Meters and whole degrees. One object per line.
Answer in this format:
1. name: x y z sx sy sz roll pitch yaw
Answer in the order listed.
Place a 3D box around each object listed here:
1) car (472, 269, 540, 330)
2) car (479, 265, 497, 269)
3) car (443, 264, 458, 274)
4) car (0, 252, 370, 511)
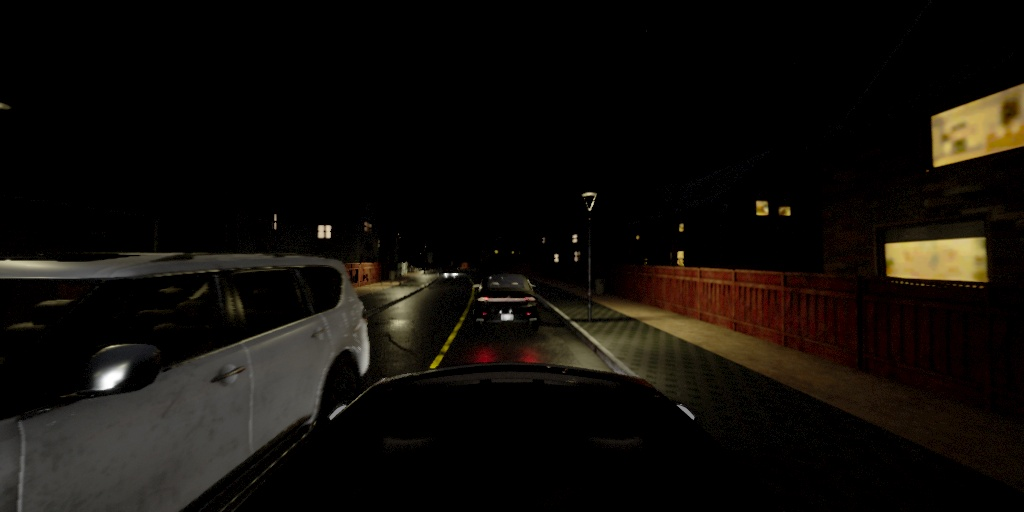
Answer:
1. car: -0.232 1.321 11.355 2.128 1.511 4.902 0 0 -2
2. car: -2.119 1.548 31.499 1.837 1.490 4.892 0 0 -8
3. car: -9.143 1.899 53.011 1.994 1.385 4.181 0 -1 -13
4. car: -2.898 0.977 2.449 2.150 2.045 5.566 0 0 -1
